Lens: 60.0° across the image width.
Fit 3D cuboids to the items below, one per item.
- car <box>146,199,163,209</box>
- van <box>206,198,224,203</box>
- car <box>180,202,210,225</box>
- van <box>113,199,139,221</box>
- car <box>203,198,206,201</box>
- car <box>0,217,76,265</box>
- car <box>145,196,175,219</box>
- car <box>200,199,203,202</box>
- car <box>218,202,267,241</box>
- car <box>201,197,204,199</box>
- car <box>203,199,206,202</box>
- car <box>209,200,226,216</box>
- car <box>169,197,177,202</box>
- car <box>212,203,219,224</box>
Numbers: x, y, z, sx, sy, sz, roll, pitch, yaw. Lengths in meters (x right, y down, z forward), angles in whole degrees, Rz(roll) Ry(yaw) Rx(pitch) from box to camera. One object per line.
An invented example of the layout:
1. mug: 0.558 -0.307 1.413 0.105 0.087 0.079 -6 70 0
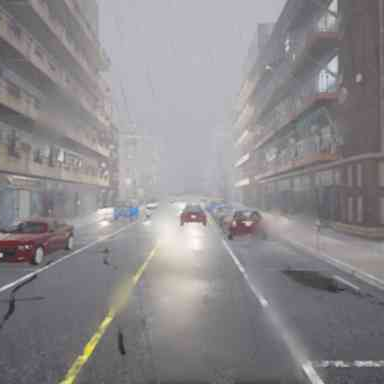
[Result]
1. car: -5.764 1.902 51.728 2.008 1.369 4.403 1 0 0
2. van: 2.676 1.578 34.648 1.690 1.788 3.998 1 0 0
3. car: 0.102 1.739 25.574 1.994 1.385 4.181 0 0 0
4. van: -5.672 1.541 29.051 1.690 1.788 3.998 1 0 0
5. car: 2.672 1.895 45.988 1.802 1.307 4.206 1 0 0
6. car: -5.676 1.628 12.038 1.887 1.381 4.507 1 0 0
7. car: -3.095 1.441 31.932 2.150 2.045 5.566 0 0 0
8. car: 0.103 1.884 41.521 1.895 1.301 4.718 0 0 0
9. car: 2.672 1.562 17.636 1.967 1.590 4.097 1 0 0
10. car: 2.974 2.139 88.110 2.008 1.369 4.403 1 0 0
11. car: 2.672 1.857 40.317 1.802 1.307 4.206 1 0 0
12. car: 2.672 1.725 29.147 1.752 1.417 4.829 1 0 0
13. car: -5.466 2.203 95.435 1.947 1.339 4.313 1 0 0
14. car: 2.671 1.726 23.306 1.947 1.339 4.313 1 0 0
